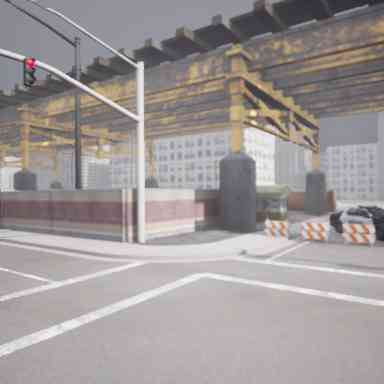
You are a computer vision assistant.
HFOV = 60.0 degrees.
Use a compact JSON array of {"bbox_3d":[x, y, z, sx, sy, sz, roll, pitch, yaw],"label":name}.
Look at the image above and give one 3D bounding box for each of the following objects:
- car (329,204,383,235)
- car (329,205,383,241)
[{"bbox_3d":[9.189,1.320,16.928,1.853,1.218,4.536,0,0,-11],"label":"car"},{"bbox_3d":[9.201,1.477,16.876,2.038,1.542,4.974,0,0,-11],"label":"car"}]
